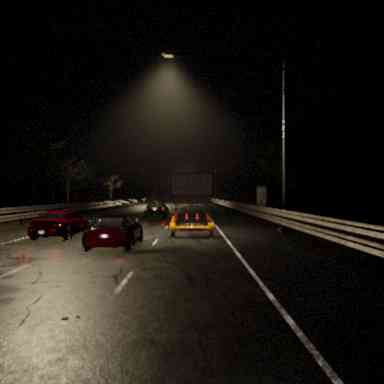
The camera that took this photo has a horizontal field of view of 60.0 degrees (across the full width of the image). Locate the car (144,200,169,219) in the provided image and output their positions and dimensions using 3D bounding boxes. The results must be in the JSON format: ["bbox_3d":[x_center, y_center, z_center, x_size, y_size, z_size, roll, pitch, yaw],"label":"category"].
[{"bbox_3d":[-3.406,1.647,32.452,2.097,1.767,4.553,0,-1,0],"label":"car"}]

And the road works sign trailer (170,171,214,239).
[{"bbox_3d":[-0.004,0.635,18.519,2.380,3.560,2.880,0,-1,0],"label":"road works sign trailer"}]

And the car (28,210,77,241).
[{"bbox_3d":[-6.904,1.687,17.545,1.812,1.442,4.674,0,-1,0],"label":"car"}]

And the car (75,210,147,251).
[{"bbox_3d":[-3.402,1.701,14.901,1.994,1.385,4.181,0,-1,0],"label":"car"}]
